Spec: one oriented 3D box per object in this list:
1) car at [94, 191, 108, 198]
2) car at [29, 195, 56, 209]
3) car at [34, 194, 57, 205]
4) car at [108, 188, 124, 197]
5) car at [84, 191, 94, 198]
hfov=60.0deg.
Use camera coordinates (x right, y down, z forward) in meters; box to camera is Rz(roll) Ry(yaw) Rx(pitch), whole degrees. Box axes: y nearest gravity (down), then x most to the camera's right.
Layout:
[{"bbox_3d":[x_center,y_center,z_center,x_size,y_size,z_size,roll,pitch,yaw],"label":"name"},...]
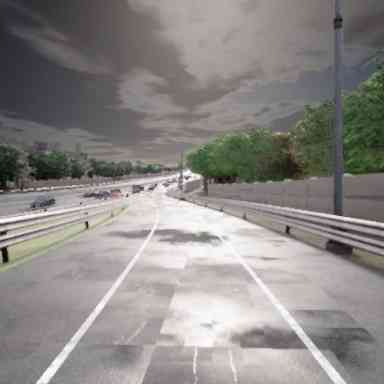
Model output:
[{"bbox_3d":[-22.292,0.425,84.093,2.097,1.767,4.553,0,3,6],"label":"car"},{"bbox_3d":[-25.308,1.889,56.336,2.033,1.411,5.357,0,3,6],"label":"car"},{"bbox_3d":[-28.041,1.414,63.769,2.097,1.767,4.553,0,3,6],"label":"car"},{"bbox_3d":[-18.810,0.453,83.730,2.097,1.767,4.553,0,3,6],"label":"car"},{"bbox_3d":[-25.769,0.565,84.494,2.128,1.511,4.902,0,3,6],"label":"car"}]
